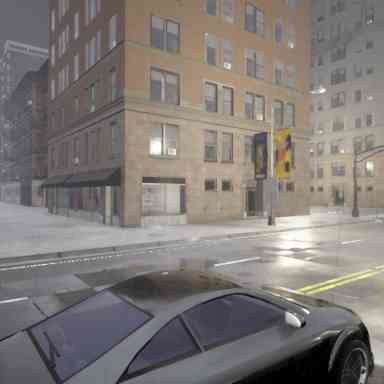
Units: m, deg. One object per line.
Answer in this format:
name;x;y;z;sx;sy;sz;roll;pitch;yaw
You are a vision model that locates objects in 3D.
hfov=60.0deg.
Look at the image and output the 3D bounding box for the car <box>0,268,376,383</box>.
car;0.122;1.564;3.546;4.181;1.385;1.994;0;0;-36
